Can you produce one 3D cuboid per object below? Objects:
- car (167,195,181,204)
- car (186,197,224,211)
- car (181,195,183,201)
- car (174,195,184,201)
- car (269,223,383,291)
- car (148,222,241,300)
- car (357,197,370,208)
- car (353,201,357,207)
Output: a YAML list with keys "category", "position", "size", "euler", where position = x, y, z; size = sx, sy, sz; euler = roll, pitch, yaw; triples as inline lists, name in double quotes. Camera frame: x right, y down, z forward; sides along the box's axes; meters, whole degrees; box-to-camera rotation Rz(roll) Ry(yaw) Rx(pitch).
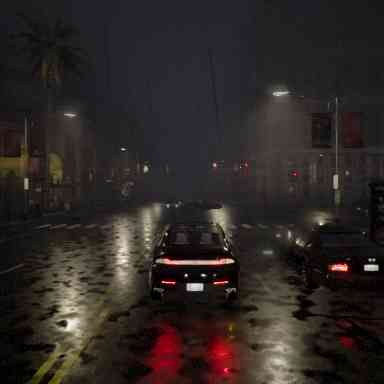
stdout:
- category: "car"
  position: [-3.545, 1.477, 61.700]
  size: [1.882, 1.535, 5.008]
  euler: [0, 0, 0]
- category: "car"
  position: [1.485, 1.601, 41.045]
  size: [1.895, 1.301, 4.718]
  euler: [0, 0, -43]
- category: "car"
  position: [-3.479, 1.355, 74.882]
  size: [2.097, 1.767, 4.553]
  euler: [0, 0, 0]
- category: "car"
  position: [-3.387, 1.525, 85.750]
  size: [2.128, 1.511, 4.902]
  euler: [0, 0, 3]
- category: "car"
  position: [3.565, 1.547, 9.087]
  size: [2.033, 1.411, 5.357]
  euler: [0, 0, 0]
- category: "car"
  position: [0.061, 1.492, 8.386]
  size: [2.128, 1.511, 4.902]
  euler: [0, 0, 0]
- category: "car"
  position: [25.431, 1.505, 44.744]
  size: [4.892, 1.490, 1.837]
  euler: [0, 0, 0]
- category: "car"
  position: [26.051, 1.477, 48.254]
  size: [5.008, 1.535, 1.882]
  euler: [0, 0, 0]
